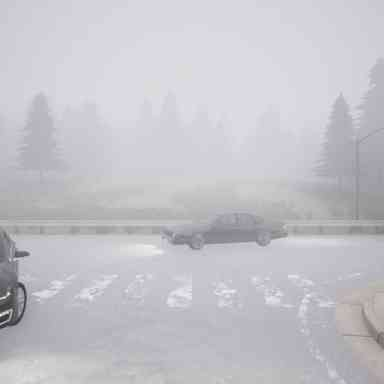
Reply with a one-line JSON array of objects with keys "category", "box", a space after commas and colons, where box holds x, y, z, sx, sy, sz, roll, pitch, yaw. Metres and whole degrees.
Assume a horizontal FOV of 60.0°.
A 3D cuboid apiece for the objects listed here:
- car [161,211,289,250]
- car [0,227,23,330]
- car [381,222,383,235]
[{"category": "car", "box": [1.459, 1.547, 14.201, 5.357, 1.411, 2.033, 0, 0, -20]}, {"category": "car", "box": [-4.457, 1.505, 6.560, 1.837, 1.490, 4.892, 0, 0, -28]}, {"category": "car", "box": [11.238, 1.491, 15.079, 4.902, 1.511, 2.128, 0, 0, 0]}]
